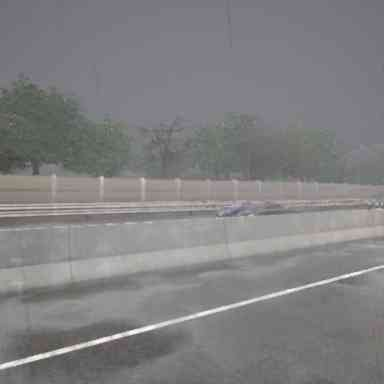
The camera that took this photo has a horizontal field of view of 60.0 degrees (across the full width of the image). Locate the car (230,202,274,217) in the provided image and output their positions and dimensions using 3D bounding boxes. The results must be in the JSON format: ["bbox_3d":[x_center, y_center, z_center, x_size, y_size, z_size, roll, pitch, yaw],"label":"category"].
[{"bbox_3d":[5.514,1.552,25.069,4.892,1.490,1.837,0,0,-35],"label":"car"}]

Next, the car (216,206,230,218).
[{"bbox_3d":[4.214,1.574,28.436,4.674,1.442,1.812,0,0,-35],"label":"car"}]

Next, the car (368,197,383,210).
[{"bbox_3d":[24.737,1.464,42.829,4.553,1.767,2.097,0,0,-35],"label":"car"}]

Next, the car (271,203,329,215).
[{"bbox_3d":[7.636,1.611,22.281,4.181,1.385,1.994,0,0,-35],"label":"car"}]
